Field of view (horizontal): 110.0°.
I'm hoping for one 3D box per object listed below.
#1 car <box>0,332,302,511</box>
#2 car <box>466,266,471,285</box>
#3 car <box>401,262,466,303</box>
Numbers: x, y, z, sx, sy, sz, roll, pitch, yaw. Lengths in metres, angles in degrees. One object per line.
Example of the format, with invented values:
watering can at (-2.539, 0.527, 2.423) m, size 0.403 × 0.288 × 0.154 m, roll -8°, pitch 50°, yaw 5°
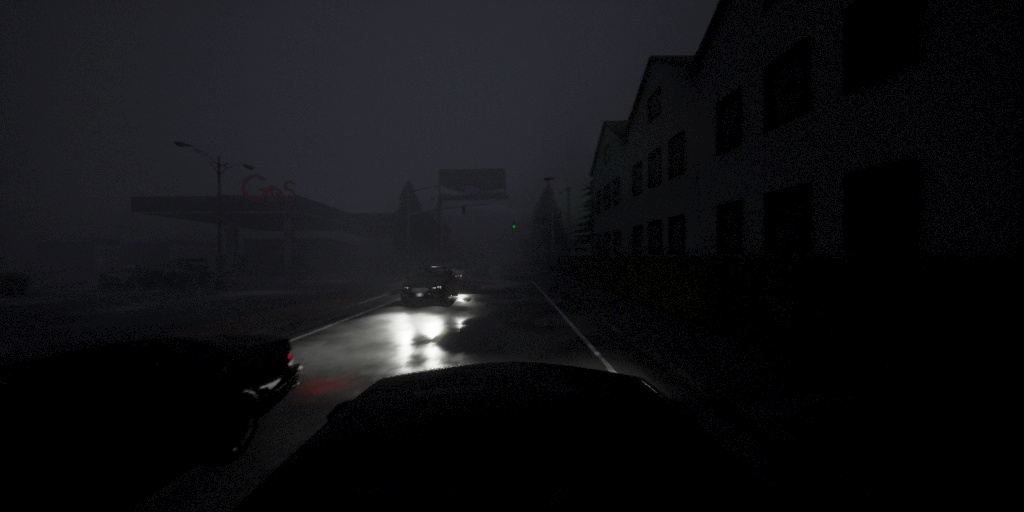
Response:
car at (-3.591, 1.315, 2.206) m, size 2.033 × 1.411 × 5.357 m, roll 0°, pitch 0°, yaw 0°
car at (-3.595, 1.089, 22.139) m, size 1.812 × 1.442 × 4.674 m, roll 0°, pitch 0°, yaw 0°
car at (-3.649, 1.251, 16.595) m, size 2.128 × 1.511 × 4.902 m, roll 0°, pitch 0°, yaw 0°
